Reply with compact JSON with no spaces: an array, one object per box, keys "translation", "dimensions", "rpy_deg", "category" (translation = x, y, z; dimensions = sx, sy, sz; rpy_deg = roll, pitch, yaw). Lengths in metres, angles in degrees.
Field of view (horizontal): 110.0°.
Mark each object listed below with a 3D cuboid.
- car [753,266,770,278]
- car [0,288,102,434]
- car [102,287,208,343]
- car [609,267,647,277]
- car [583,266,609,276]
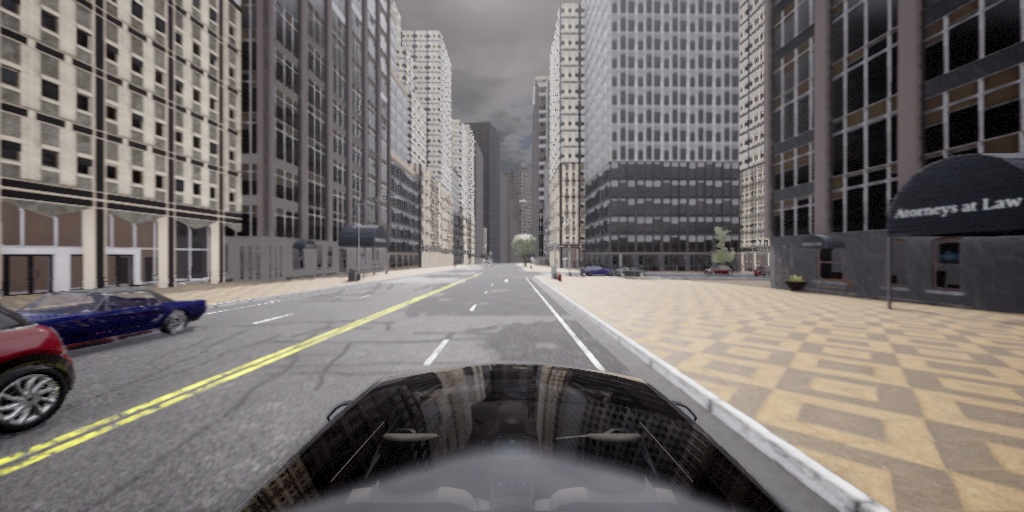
[{"translation":[37.435,2.228,51.492],"dimensions":[4.553,1.767,2.097],"rpy_deg":[1,0,-1],"category":"car"},{"translation":[-6.601,1.112,2.539],"dimensions":[2.097,1.767,4.553],"rpy_deg":[0,-1,0],"category":"car"},{"translation":[-9.854,1.436,8.249],"dimensions":[1.895,1.301,4.718],"rpy_deg":[0,-1,0],"category":"car"},{"translation":[15.901,2.192,48.405],"dimensions":[4.403,1.370,2.007],"rpy_deg":[0,0,-1],"category":"car"},{"translation":[12.236,2.121,51.175],"dimensions":[4.674,1.442,1.812],"rpy_deg":[1,0,-1],"category":"car"}]
